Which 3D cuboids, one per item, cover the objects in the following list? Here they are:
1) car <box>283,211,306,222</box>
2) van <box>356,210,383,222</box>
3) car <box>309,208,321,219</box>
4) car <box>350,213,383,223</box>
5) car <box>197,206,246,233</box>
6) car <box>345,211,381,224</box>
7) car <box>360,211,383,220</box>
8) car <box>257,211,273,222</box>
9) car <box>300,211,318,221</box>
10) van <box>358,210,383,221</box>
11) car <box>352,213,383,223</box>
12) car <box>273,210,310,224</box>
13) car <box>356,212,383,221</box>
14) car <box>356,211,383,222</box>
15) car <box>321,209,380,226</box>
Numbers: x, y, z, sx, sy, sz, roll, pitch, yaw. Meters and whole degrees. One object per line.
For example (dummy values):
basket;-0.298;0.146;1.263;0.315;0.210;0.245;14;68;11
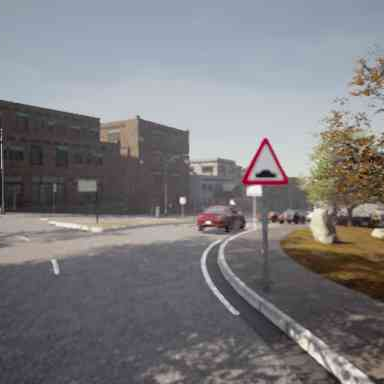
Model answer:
car;15.309;3.593;49.617;2.128;1.511;4.902;0;-4;31
van;32.124;4.314;60.089;4.442;1.987;1.878;0;-3;31
car;18.107;3.311;47.964;2.150;2.045;5.566;0;-4;31
car;29.131;4.277;55.460;4.792;1.488;2.163;0;-3;31
car;1.819;1.566;19.850;1.812;1.442;4.674;-1;-2;24
car;24.833;3.655;48.416;4.553;1.767;2.185;0;-3;31
car;37.779;4.952;69.529;4.553;1.767;2.185;0;-3;31
car;9.393;2.977;39.709;1.895;1.301;4.718;0;-4;31
car;20.528;4.162;58.176;1.882;1.535;5.008;0;-3;31
van;36.225;4.727;67.262;4.442;1.987;1.878;0;-3;31
car;30.612;4.423;57.775;4.792;1.488;2.163;0;-3;31
car;10.774;2.735;35.734;2.033;1.411;5.357;0;-4;31
car;34.880;4.820;64.843;4.892;1.521;2.231;0;-3;31
car;33.495;4.564;62.621;4.553;1.767;2.185;0;-3;31
car;16.264;2.753;34.318;4.892;1.521;2.231;0;-4;31
